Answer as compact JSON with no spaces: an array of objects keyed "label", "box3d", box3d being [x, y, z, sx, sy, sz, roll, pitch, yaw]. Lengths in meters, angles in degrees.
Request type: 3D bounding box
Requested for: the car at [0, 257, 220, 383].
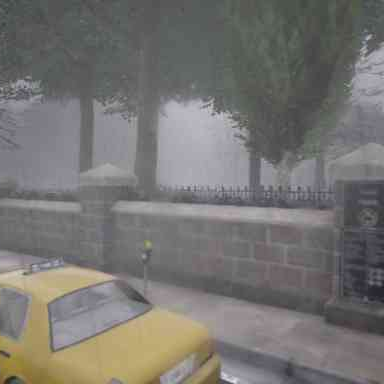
[{"label":"car","box3d":[-1.999,1.523,4.219,4.829,1.417,1.752,0,1,36]}]
